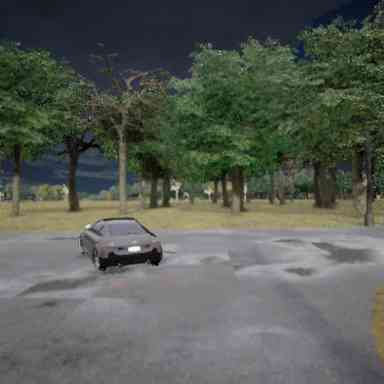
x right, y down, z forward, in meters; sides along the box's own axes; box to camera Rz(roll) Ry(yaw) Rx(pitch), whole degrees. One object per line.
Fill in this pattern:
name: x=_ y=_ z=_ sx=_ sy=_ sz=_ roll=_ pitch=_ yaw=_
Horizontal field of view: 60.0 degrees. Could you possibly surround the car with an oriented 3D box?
car: x=-2.568 y=1.550 z=11.314 sx=1.994 sy=1.385 sz=4.181 roll=-2 pitch=2 yaw=-27
